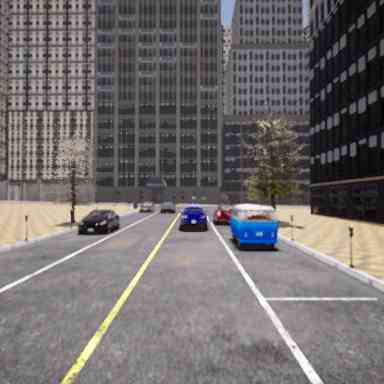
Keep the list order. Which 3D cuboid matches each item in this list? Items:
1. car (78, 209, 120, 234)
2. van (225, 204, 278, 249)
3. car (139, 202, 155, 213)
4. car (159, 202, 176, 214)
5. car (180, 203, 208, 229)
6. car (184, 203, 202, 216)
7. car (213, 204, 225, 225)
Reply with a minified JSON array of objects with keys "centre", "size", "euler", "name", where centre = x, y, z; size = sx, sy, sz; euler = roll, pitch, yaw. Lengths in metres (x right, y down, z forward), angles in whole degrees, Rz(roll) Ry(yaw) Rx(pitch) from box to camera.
[{"centre":[-5.679,1.768,20.840],"size":[1.947,1.339,4.313],"euler":[1,-1,0],"name":"car"},{"centre":[2.704,1.489,15.192],"size":[1.690,1.788,3.998],"euler":[1,-1,0],"name":"van"},{"centre":[-5.804,1.967,43.407],"size":[2.008,1.369,4.403],"euler":[1,-1,0],"name":"car"},{"centre":[-2.993,1.965,42.228],"size":[2.033,1.411,5.357],"euler":[0,-1,0],"name":"car"},{"centre":[0.105,1.750,23.206],"size":[1.812,1.442,4.674],"euler":[0,-1,0],"name":"car"},{"centre":[0.105,1.970,38.543],"size":[1.895,1.301,4.718],"euler":[0,-1,0],"name":"car"},{"centre":[2.704,1.695,26.473],"size":[1.967,1.590,4.097],"euler":[1,-1,0],"name":"car"}]
